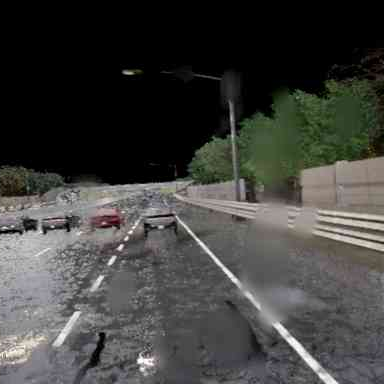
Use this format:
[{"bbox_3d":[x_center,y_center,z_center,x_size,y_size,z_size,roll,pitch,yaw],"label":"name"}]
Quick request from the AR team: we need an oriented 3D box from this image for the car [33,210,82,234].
[{"bbox_3d":[-9.411,2.115,24.278,2.128,1.511,4.902,-4,0,-6],"label":"car"}]

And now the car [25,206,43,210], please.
[{"bbox_3d":[-31.508,3.543,67.514,1.812,1.442,4.674,-4,0,-6],"label":"car"}]

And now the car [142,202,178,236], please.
[{"bbox_3d":[-1.889,1.622,19.676,2.128,1.511,4.902,-4,0,-6],"label":"car"}]

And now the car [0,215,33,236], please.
[{"bbox_3d":[-12.974,2.422,24.784,1.994,1.385,4.181,-4,0,-6],"label":"car"}]

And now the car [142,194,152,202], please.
[{"bbox_3d":[-12.789,2.051,91.697,1.895,1.301,4.718,-4,1,-5],"label":"car"}]

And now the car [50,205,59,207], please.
[{"bbox_3d":[-28.024,3.386,67.823,1.895,1.301,4.718,-4,0,-6],"label":"car"}]

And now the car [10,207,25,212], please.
[{"bbox_3d":[-34.987,3.724,67.174,1.882,1.535,5.008,-4,0,-6],"label":"car"}]

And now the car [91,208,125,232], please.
[{"bbox_3d":[-5.950,1.875,23.810,1.882,1.535,5.008,-4,0,-6],"label":"car"}]
